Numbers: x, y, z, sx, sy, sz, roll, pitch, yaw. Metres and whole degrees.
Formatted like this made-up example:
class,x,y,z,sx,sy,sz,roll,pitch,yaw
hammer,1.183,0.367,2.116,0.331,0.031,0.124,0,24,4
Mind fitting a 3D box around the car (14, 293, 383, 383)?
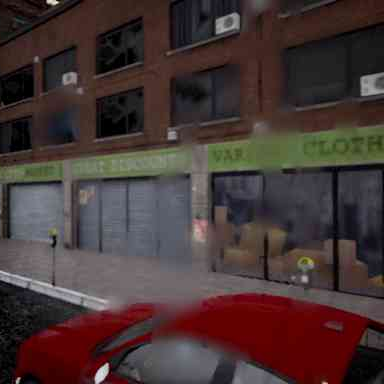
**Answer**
class,x,y,z,sx,sy,sz,roll,pitch,yaw
car,0.340,1.547,2.642,4.507,1.381,1.887,0,-1,36
